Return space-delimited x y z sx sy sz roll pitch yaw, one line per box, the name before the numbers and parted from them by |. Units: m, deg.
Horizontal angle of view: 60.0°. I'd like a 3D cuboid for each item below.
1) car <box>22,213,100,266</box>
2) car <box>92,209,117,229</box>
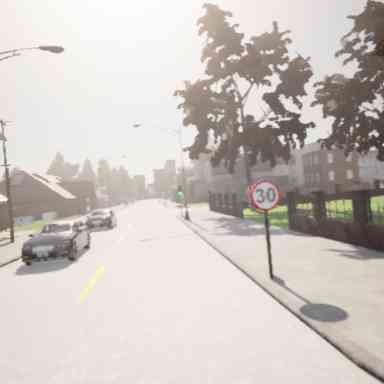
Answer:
car | -5.609 1.983 14.231 2.128 1.511 4.902 -5 0 -7
car | -7.029 2.111 26.044 2.128 1.511 4.902 -5 0 -7
